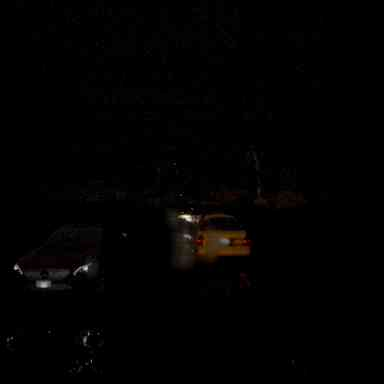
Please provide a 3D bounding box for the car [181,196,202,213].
[{"bbox_3d":[0.035,1.490,35.590,1.812,1.442,4.674,0,0,0],"label":"car"}]

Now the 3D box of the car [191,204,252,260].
[{"bbox_3d":[0.957,1.443,12.368,1.801,1.575,5.366,0,0,0],"label":"car"}]

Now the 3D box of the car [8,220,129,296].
[{"bbox_3d":[-2.855,1.516,8.740,1.812,1.442,4.674,0,0,0],"label":"car"}]

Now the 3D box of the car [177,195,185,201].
[{"bbox_3d":[-2.789,1.538,87.151,1.895,1.301,4.718,0,0,0],"label":"car"}]

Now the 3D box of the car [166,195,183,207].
[{"bbox_3d":[-2.852,1.497,50.559,2.033,1.411,5.357,0,0,0],"label":"car"}]
